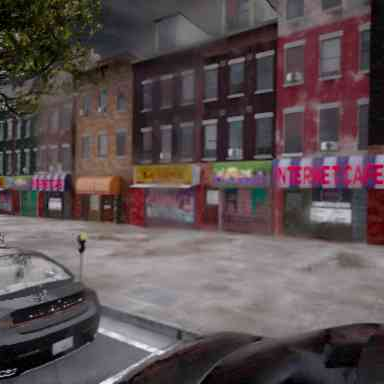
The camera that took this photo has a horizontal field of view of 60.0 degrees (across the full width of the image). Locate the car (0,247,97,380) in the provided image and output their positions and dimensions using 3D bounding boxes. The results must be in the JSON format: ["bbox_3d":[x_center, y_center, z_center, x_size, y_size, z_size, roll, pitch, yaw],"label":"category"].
[{"bbox_3d":[-3.280,1.547,5.132,4.403,1.369,2.008,0,1,36],"label":"car"}]

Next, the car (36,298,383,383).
[{"bbox_3d":[1.235,1.566,1.912,4.313,1.339,1.947,0,1,36],"label":"car"}]
